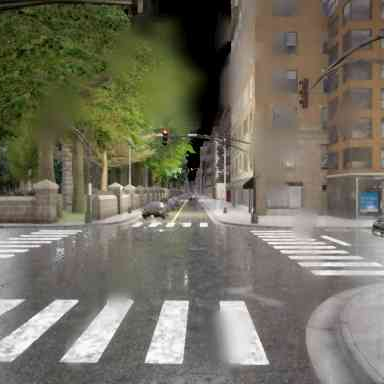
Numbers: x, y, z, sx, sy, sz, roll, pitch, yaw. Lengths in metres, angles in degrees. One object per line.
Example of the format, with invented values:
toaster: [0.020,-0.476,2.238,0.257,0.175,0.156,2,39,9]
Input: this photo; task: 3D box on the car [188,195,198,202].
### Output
car: [0.198,1.424,70.777,1.812,1.442,4.674,0,0,0]

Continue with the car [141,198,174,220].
car: [-3.041,1.530,28.664,2.033,1.411,5.357,0,0,2]

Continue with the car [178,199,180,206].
car: [-2.973,1.444,51.024,1.837,1.490,4.892,0,0,0]

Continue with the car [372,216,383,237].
car: [11.003,1.366,15.589,4.553,1.767,2.097,0,0,0]

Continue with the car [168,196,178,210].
car: [-3.006,1.467,40.025,1.837,1.490,4.892,0,0,0]
